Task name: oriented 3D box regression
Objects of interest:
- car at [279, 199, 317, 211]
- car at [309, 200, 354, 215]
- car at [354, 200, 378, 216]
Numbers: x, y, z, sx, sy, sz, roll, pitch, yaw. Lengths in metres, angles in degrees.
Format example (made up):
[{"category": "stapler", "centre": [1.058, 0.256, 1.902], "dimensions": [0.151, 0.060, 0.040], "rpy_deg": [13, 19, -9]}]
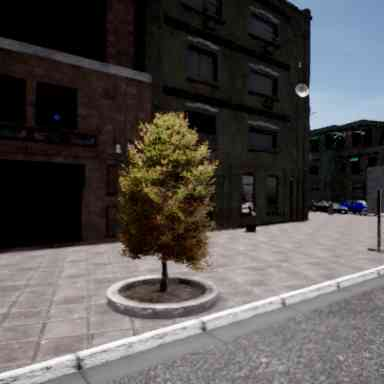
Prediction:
[{"category": "car", "centre": [13.872, 1.644, 43.993], "dimensions": [2.033, 1.411, 5.357], "rpy_deg": [1, -1, -17]}, {"category": "car", "centre": [14.182, 1.587, 34.586], "dimensions": [1.947, 1.339, 4.313], "rpy_deg": [1, -1, -17]}, {"category": "car", "centre": [16.965, 1.583, 33.935], "dimensions": [1.812, 1.442, 4.674], "rpy_deg": [1, -1, -17]}]
